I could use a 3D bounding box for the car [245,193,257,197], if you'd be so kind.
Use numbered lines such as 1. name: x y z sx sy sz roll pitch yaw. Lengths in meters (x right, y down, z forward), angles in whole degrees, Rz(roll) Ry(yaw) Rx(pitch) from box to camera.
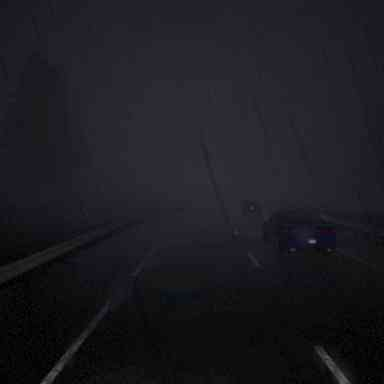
1. car: 16.020 1.227 92.739 1.812 1.442 4.674 0 0 19

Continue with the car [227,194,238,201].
1. car: 9.059 1.333 74.415 1.837 1.490 4.892 0 0 15

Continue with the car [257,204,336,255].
1. car: 4.042 1.448 13.286 1.882 1.535 5.008 0 0 3

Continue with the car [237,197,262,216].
1. car: 5.626 1.475 31.850 2.033 1.411 5.357 0 0 7
